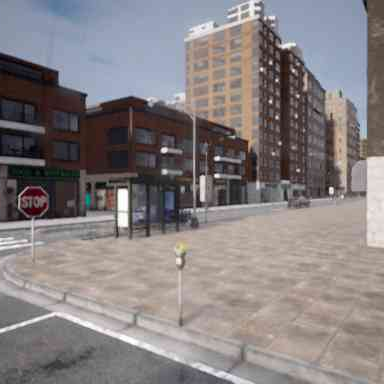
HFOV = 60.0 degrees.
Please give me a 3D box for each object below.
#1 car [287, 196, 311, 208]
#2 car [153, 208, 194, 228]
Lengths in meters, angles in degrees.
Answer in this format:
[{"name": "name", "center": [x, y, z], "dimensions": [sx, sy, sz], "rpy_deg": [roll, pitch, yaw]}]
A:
[{"name": "car", "center": [14.147, 1.322, 43.877], "dimensions": [2.128, 1.511, 4.902], "rpy_deg": [0, 0, 36]}, {"name": "car", "center": [-1.931, 1.430, 21.135], "dimensions": [2.033, 1.411, 5.357], "rpy_deg": [0, 0, 35]}]
